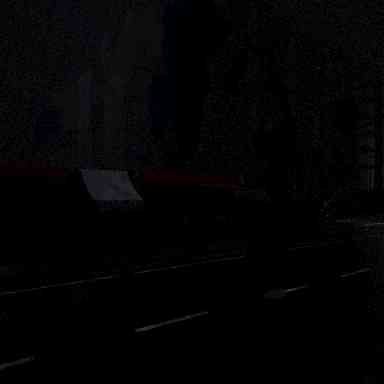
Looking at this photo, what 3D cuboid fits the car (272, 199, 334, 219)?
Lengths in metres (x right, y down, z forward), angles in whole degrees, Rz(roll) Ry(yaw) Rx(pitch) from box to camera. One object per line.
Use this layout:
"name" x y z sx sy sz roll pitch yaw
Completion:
"car" 9.401 1.545 27.993 1.895 1.301 4.718 0 0 -36

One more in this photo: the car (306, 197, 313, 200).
"car" 19.534 1.114 59.424 1.905 1.878 3.866 0 0 -36

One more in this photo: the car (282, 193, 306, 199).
"car" 17.141 1.114 57.714 1.905 1.878 3.866 0 0 -36

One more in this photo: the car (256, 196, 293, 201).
"car" 8.097 1.470 35.792 1.812 1.442 4.674 0 0 -36
